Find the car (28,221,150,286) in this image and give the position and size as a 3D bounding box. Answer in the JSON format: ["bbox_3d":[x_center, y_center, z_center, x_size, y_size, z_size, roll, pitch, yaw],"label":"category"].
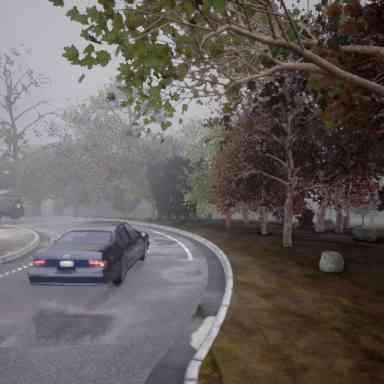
[{"bbox_3d":[-2.514,1.548,9.480,2.033,1.411,5.357,0,0,2],"label":"car"}]

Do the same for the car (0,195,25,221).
[{"bbox_3d":[-16.001,1.225,26.159,5.566,2.045,2.150,0,0,12],"label":"car"}]
